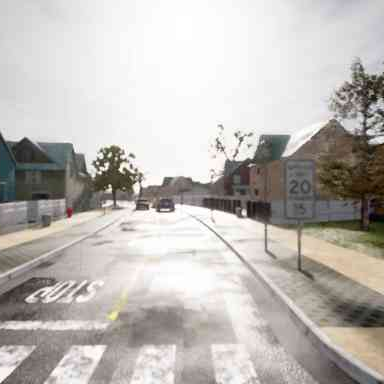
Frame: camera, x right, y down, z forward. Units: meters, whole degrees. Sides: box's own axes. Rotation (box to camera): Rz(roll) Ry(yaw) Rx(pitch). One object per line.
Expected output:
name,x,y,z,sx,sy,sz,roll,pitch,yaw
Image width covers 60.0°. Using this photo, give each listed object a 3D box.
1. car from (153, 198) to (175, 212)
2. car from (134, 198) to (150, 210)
car,-3.330,1.477,41.649,2.097,1.767,4.553,0,0,-9
car,-6.757,1.662,45.364,1.837,1.490,4.892,0,0,-9
